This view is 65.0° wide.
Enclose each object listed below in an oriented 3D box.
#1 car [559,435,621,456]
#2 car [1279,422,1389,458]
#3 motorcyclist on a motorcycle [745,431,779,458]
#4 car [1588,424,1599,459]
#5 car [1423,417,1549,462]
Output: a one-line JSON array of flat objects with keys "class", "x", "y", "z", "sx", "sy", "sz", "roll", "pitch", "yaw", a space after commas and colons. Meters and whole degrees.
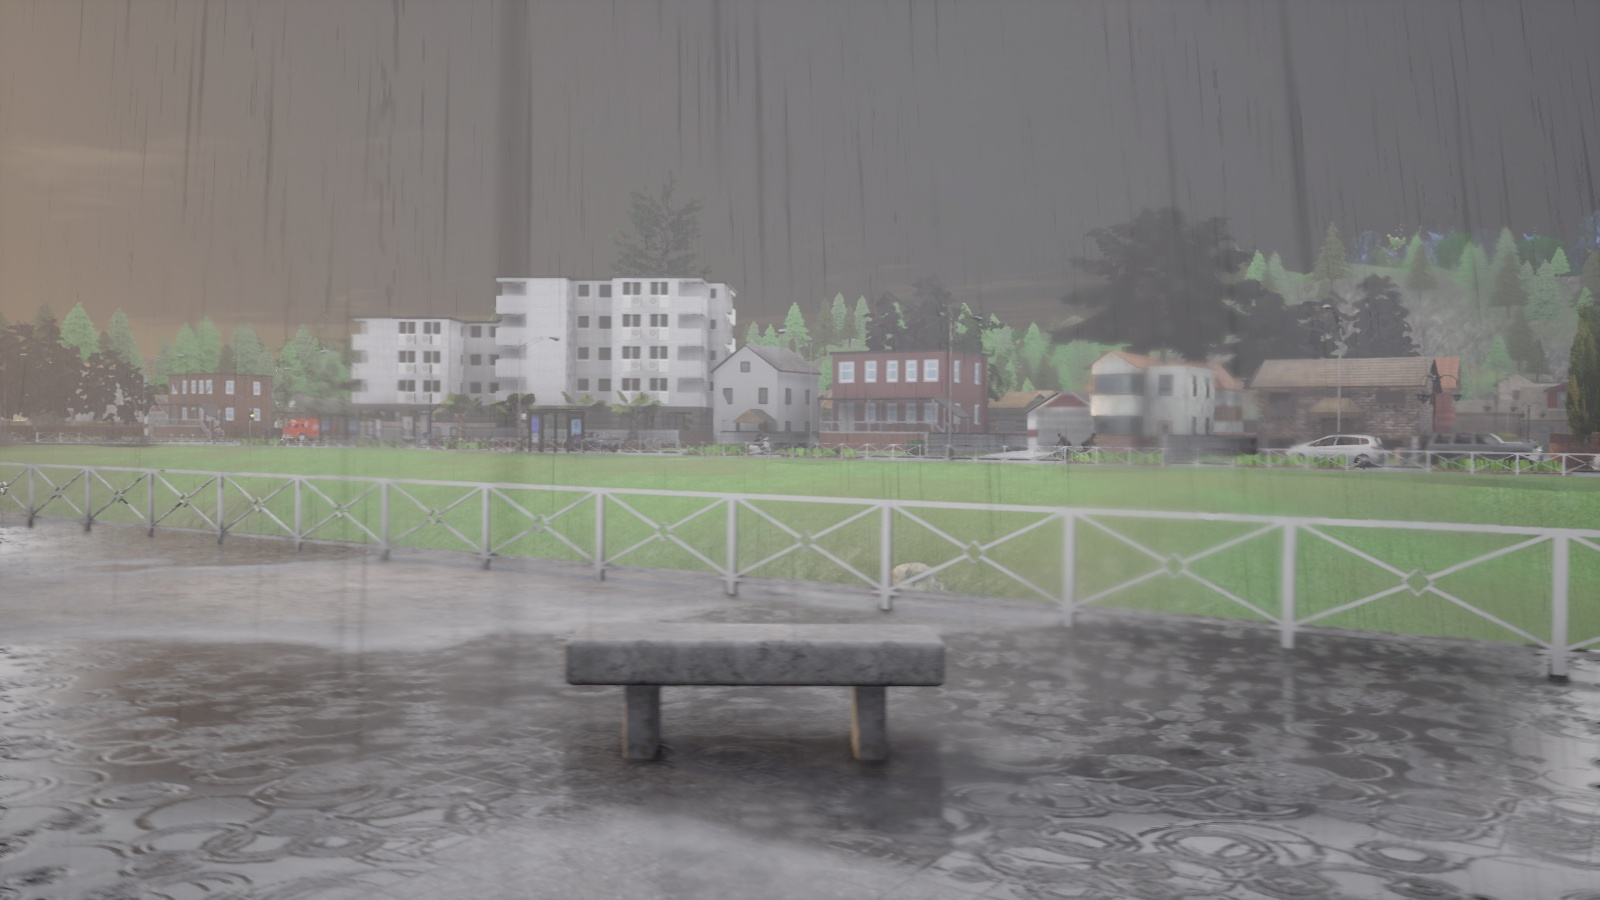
[{"class": "car", "x": -14.728, "y": -0.324, "z": 88.075, "sx": 4.193, "sy": 1.474, "sz": 1.816, "roll": 0, "pitch": 1, "yaw": 34}, {"class": "car", "x": 25.941, "y": -0.492, "z": 61.041, "sx": 4.611, "sy": 1.667, "sz": 2.242, "roll": 0, "pitch": 1, "yaw": 34}, {"class": "motorcyclist on a motorcycle", "x": -2.278, "y": -0.318, "z": 74.996, "sx": 1.817, "sy": 1.590, "sz": 0.866, "roll": 0, "pitch": 1, "yaw": 34}, {"class": "car", "x": 36.560, "y": -0.390, "z": 53.984, "sx": 4.514, "sy": 1.525, "sz": 2.007, "roll": 0, "pitch": 1, "yaw": 34}, {"class": "car", "x": 29.438, "y": -0.454, "z": 53.913, "sx": 4.605, "sy": 1.855, "sz": 1.932, "roll": 0, "pitch": 1, "yaw": 34}]
